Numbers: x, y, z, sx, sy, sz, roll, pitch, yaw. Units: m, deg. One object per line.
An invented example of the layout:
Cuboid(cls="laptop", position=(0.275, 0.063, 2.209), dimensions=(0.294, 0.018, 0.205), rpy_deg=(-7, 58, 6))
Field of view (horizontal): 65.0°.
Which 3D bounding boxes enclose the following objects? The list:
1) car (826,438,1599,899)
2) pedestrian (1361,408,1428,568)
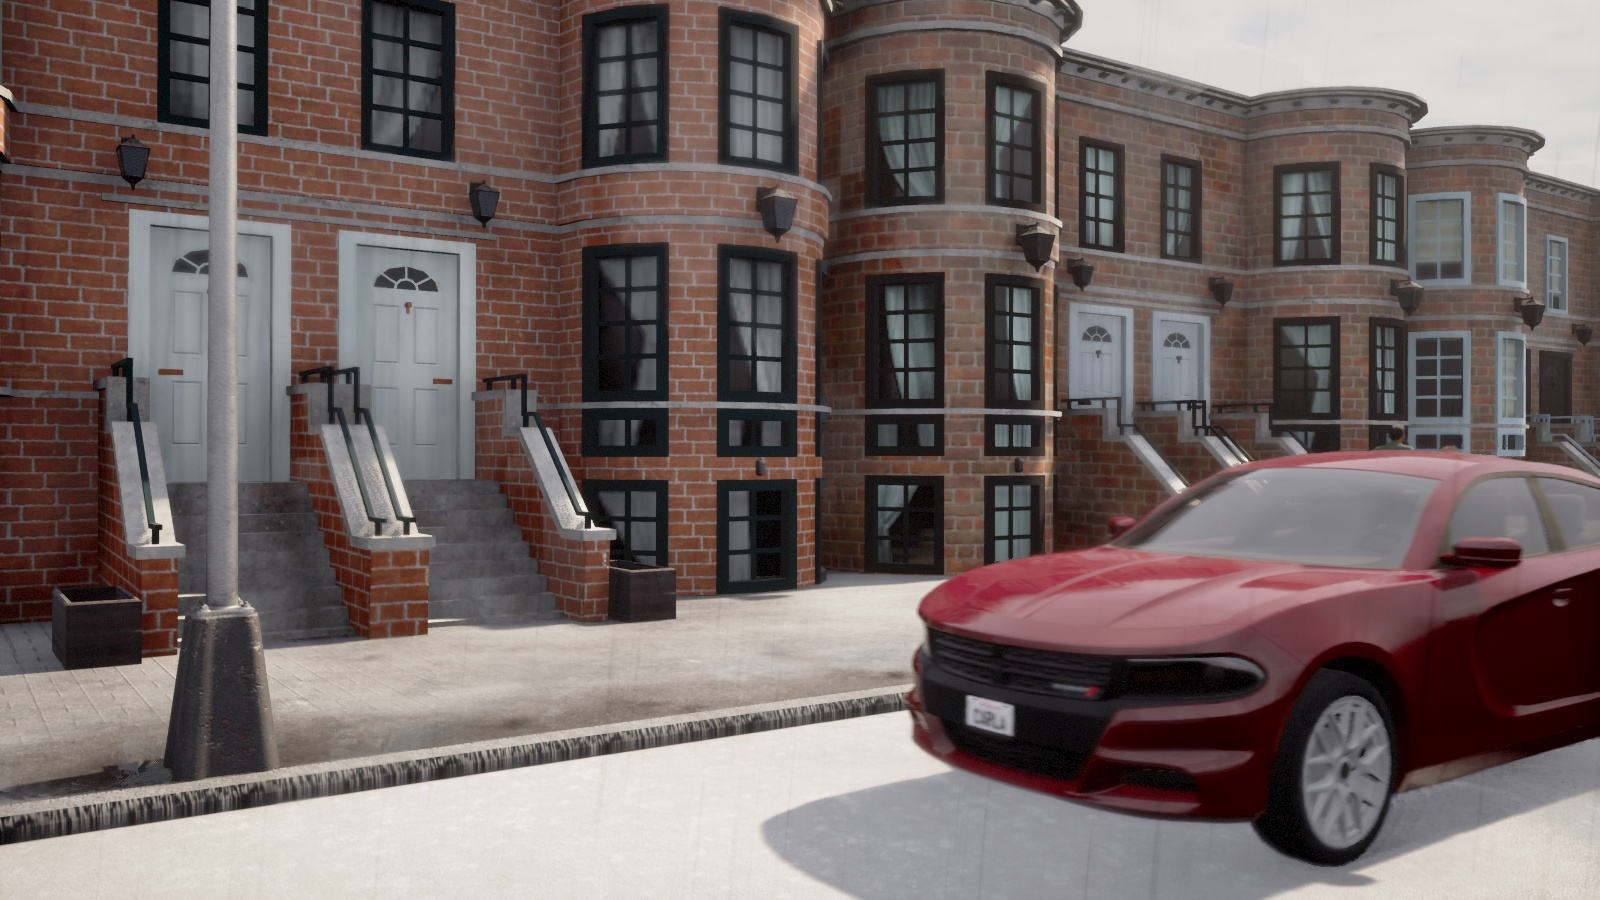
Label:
Cuboid(cls="car", position=(2.707, 0.732, 6.153), dimensions=(5.008, 1.535, 1.882), rpy_deg=(0, 0, -35))
Cuboid(cls="pedestrian", position=(7.457, 0.467, 15.748), dimensions=(0.788, 1.949, 0.423), rpy_deg=(0, 0, -34))
